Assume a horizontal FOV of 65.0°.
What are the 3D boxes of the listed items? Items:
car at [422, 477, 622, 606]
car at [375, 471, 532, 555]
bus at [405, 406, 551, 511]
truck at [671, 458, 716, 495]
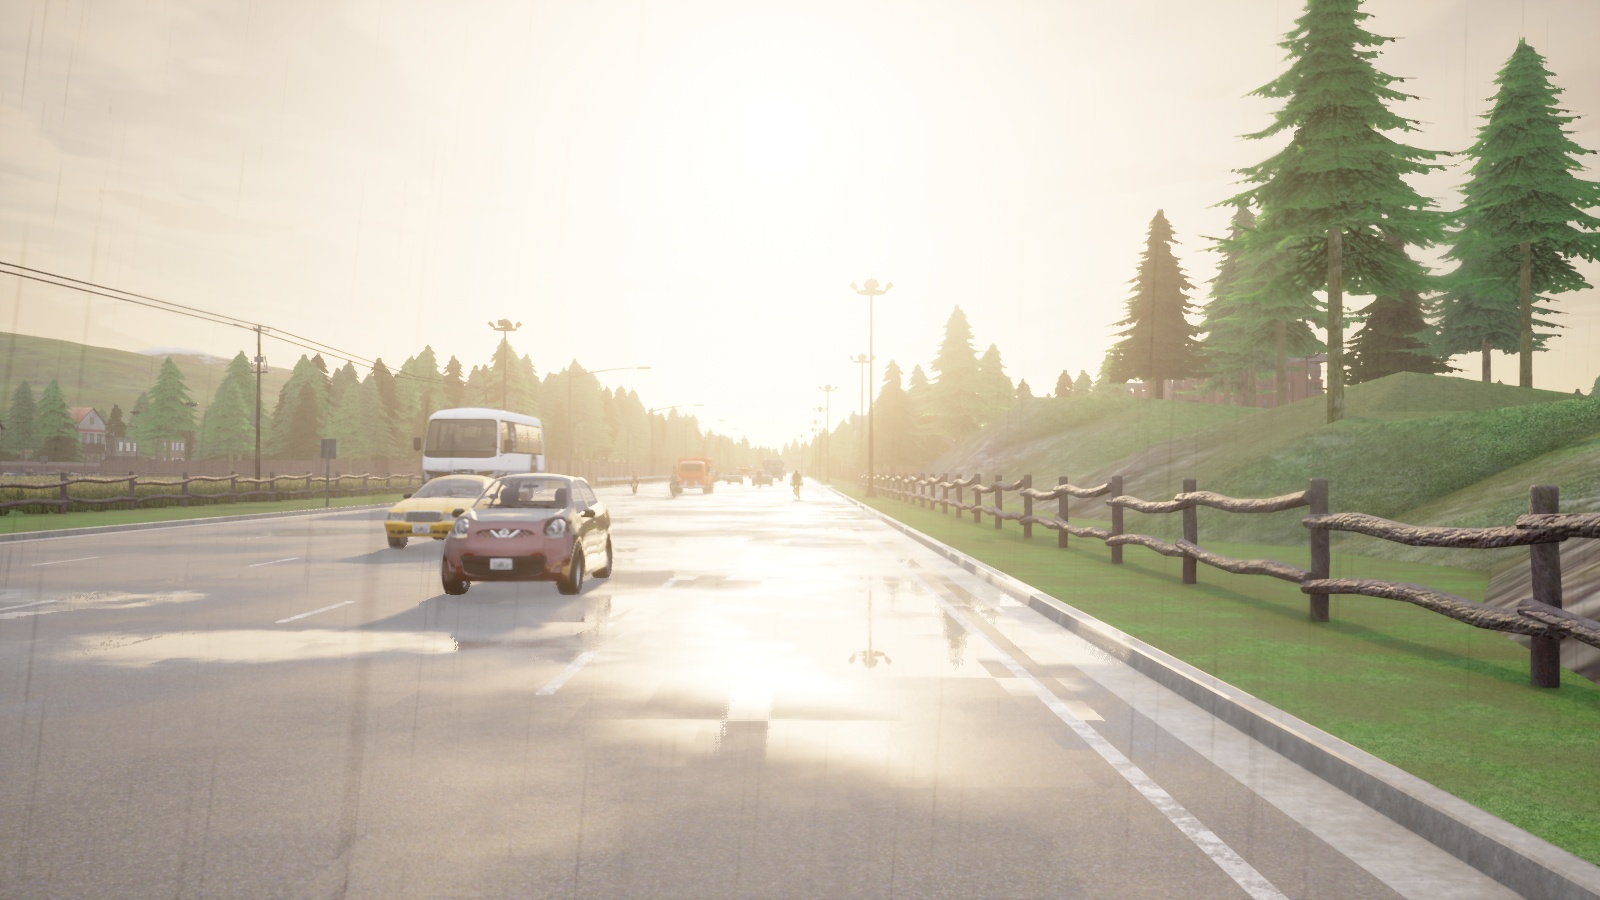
[{"bbox_3d":[-3.543,1.122,16.654,1.845,1.501,3.633,0,-1,0],"label":"car"},{"bbox_3d":[-7.068,1.221,26.214,1.801,1.575,5.366,0,-1,0],"label":"car"},{"bbox_3d":[-14.149,0.438,56.330,3.944,4.253,10.273,0,-1,0],"label":"bus"},{"bbox_3d":[-7.220,1.787,85.645,2.627,2.467,5.204,0,-1,0],"label":"truck"}]
